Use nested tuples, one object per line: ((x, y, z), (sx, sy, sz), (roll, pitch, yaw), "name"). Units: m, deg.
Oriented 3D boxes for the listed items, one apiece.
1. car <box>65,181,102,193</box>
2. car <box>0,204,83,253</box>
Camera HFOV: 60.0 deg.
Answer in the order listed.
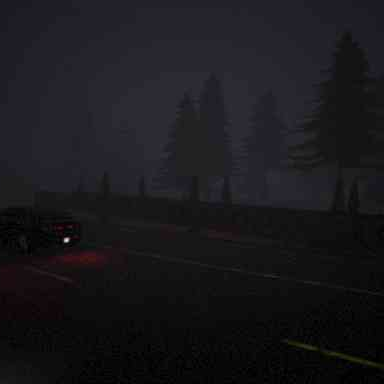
((-14.600, -0.470, 45.994), (2.150, 2.045, 5.566), (4, 2, 37), "car")
((-6.155, 1.220, 12.549), (4.892, 1.490, 1.837), (4, 2, 36), "car")
